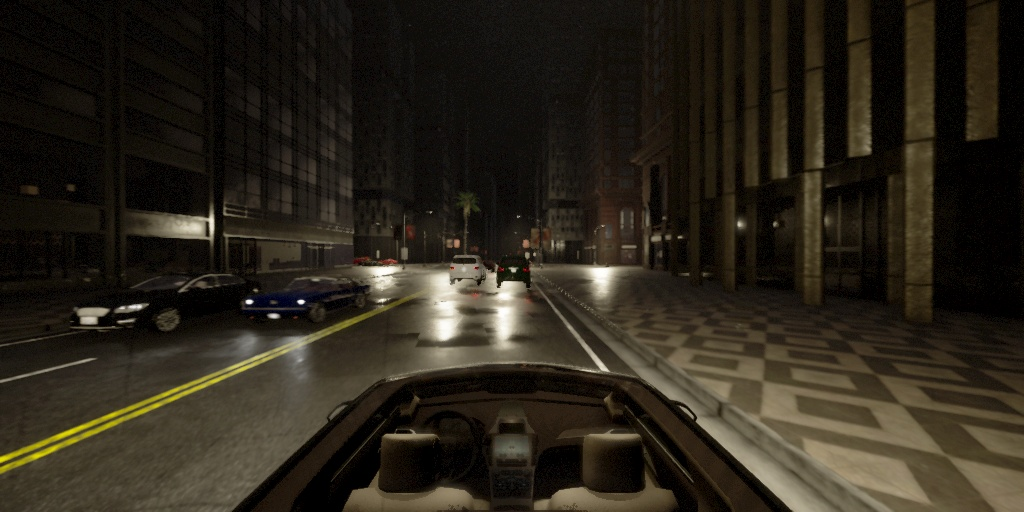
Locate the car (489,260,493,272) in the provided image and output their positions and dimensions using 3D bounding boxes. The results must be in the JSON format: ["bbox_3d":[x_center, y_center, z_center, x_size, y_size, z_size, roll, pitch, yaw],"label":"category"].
[{"bbox_3d":[-3.149,1.291,46.355,1.812,1.442,4.674,0,0,0],"label":"car"}]

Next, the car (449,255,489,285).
[{"bbox_3d":[-3.149,0.972,26.228,2.150,2.045,5.566,0,0,0],"label":"car"}]

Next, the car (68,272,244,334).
[{"bbox_3d":[-9.808,1.243,10.780,2.128,1.511,4.902,0,0,0],"label":"car"}]

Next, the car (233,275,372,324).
[{"bbox_3d":[-6.549,1.351,12.081,1.895,1.301,4.718,0,0,0],"label":"car"}]

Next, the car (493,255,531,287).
[{"bbox_3d":[0.100,0.975,24.320,2.150,2.045,5.566,0,0,0],"label":"car"}]
